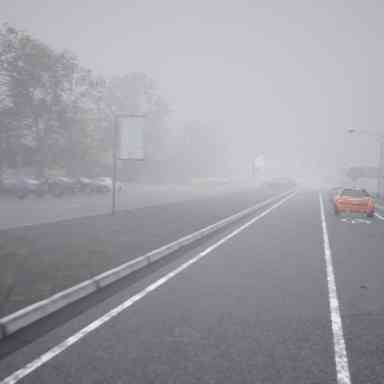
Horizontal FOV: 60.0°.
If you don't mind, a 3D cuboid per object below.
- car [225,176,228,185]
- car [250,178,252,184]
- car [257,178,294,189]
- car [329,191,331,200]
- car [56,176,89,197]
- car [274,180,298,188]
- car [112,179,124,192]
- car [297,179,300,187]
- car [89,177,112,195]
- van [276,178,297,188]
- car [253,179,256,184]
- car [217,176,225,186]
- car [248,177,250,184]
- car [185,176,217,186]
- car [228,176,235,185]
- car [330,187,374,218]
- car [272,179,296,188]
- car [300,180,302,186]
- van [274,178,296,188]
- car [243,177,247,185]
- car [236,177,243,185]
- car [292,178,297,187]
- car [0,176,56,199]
[{"bbox_3d":[4.147,-2.105,67.066,4.674,1.452,2.002,3,3,21],"label":"car"},{"bbox_3d":[12.999,-2.862,90.501,4.792,1.488,2.163,3,3,21],"label":"car"},{"bbox_3d":[14.382,-1.220,57.215,4.892,1.521,2.231,3,3,21],"label":"car"},{"bbox_3d":[14.594,0.234,32.837,2.033,1.411,5.357,3,3,21],"label":"car"},{"bbox_3d":[-11.238,-0.515,26.663,4.892,1.521,2.231,3,3,21],"label":"car"},{"bbox_3d":[21.344,-1.833,75.547,4.892,1.521,2.231,3,3,21],"label":"car"},{"bbox_3d":[-8.957,-0.724,32.663,4.674,1.452,2.002,3,3,21],"label":"car"},{"bbox_3d":[18.343,-1.839,67.688,5.566,2.045,2.435,3,3,21],"label":"car"},{"bbox_3d":[-10.083,-0.643,29.724,5.008,1.535,2.097,3,3,21],"label":"car"},{"bbox_3d":[22.231,-2.148,78.200,4.442,1.987,1.878,3,3,21],"label":"van"},{"bbox_3d":[14.048,-3.218,93.070,5.566,2.045,2.435,3,3,21],"label":"car"},{"bbox_3d":[3.156,-2.053,64.462,5.008,1.535,2.097,3,3,21],"label":"car"},{"bbox_3d":[12.069,-2.777,87.876,4.792,1.488,2.163,3,3,21],"label":"car"},{"bbox_3d":[1.185,-1.858,59.257,5.008,1.535,2.097,3,3,21],"label":"car"},{"bbox_3d":[6.162,-2.443,72.249,4.553,1.767,2.185,3,3,21],"label":"car"},{"bbox_3d":[10.260,0.519,21.353,2.097,1.767,4.553,3,3,21],"label":"car"},{"bbox_3d":[19.387,-1.795,70.290,4.553,1.767,2.185,3,3,21],"label":"car"},{"bbox_3d":[23.326,-1.998,80.789,5.008,1.535,2.097,3,3,21],"label":"car"},{"bbox_3d":[20.464,-1.972,72.877,4.442,1.987,1.878,3,3,21],"label":"van"},{"bbox_3d":[10.246,-2.639,82.611,5.366,1.575,1.946,3,3,21],"label":"car"},{"bbox_3d":[9.088,-2.525,80.074,4.674,1.452,2.002,3,3,21],"label":"car"},{"bbox_3d":[15.356,-1.570,59.830,5.566,2.045,2.435,3,3,21],"label":"car"},{"bbox_3d":[-12.408,-0.349,23.607,4.674,1.452,2.002,3,3,21],"label":"car"}]
